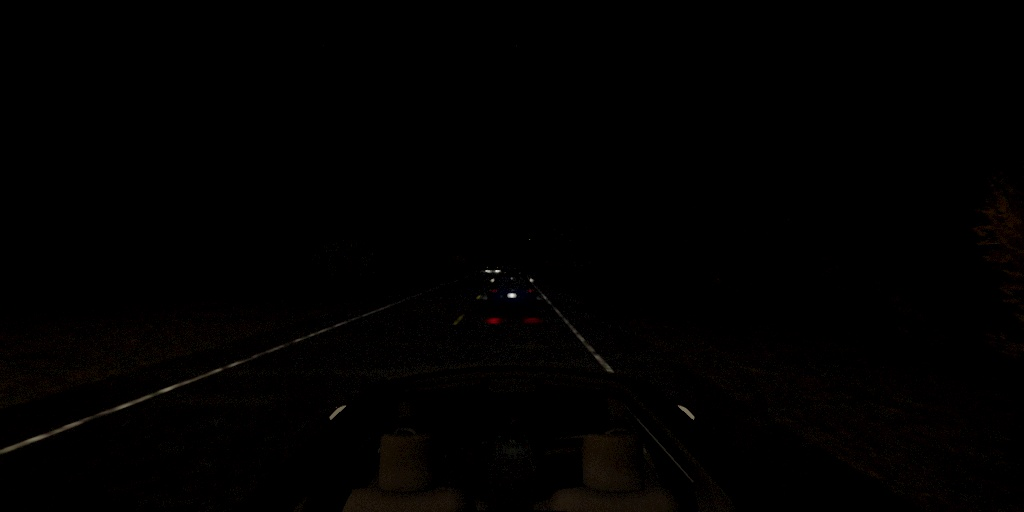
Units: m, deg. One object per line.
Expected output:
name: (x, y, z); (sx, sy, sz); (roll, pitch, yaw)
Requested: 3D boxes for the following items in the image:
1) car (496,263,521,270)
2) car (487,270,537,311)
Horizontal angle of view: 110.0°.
car: (-0.003, 1.547, 30.348); (2.128, 1.511, 4.902); (0, 0, 0)
car: (0.013, 1.458, 15.331); (1.994, 1.385, 4.181); (0, -1, 0)
